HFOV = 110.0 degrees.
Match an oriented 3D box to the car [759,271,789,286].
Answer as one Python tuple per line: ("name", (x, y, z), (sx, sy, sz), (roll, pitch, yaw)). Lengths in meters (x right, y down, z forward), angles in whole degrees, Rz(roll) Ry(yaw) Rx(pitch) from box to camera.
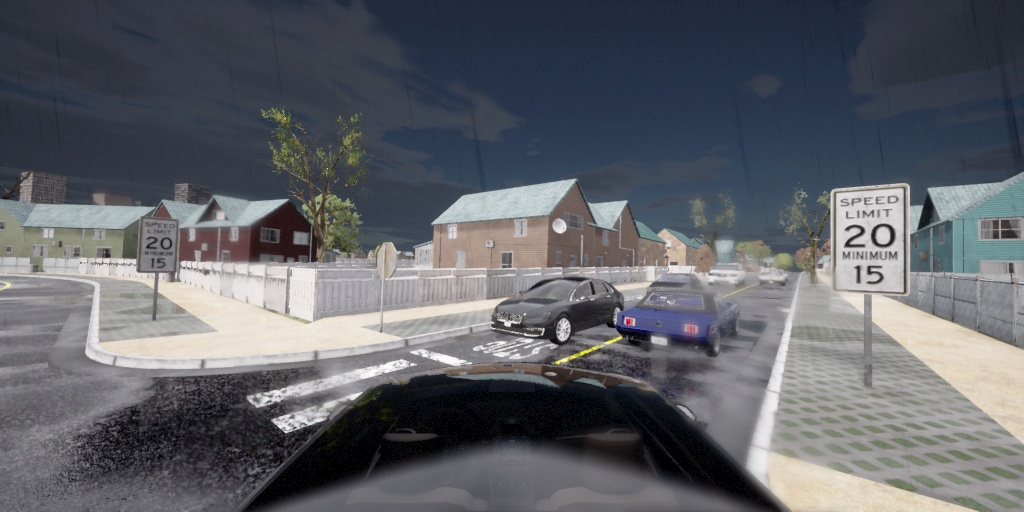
("car", (24.762, 2.131, 33.983), (1.895, 1.301, 4.718), (0, -1, 39))

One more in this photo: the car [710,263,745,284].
("car", (18.667, 1.612, 31.043), (2.150, 2.045, 5.566), (0, -1, 39))

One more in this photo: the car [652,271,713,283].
("car", (8.723, 1.618, 18.846), (2.033, 1.411, 5.357), (0, -1, 39))

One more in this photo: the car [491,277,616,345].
("car", (1.491, 1.353, 10.029), (1.837, 1.490, 4.892), (0, -1, 41))

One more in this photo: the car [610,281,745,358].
("car", (4.408, 1.481, 9.017), (1.895, 1.301, 4.718), (0, -1, 39))
